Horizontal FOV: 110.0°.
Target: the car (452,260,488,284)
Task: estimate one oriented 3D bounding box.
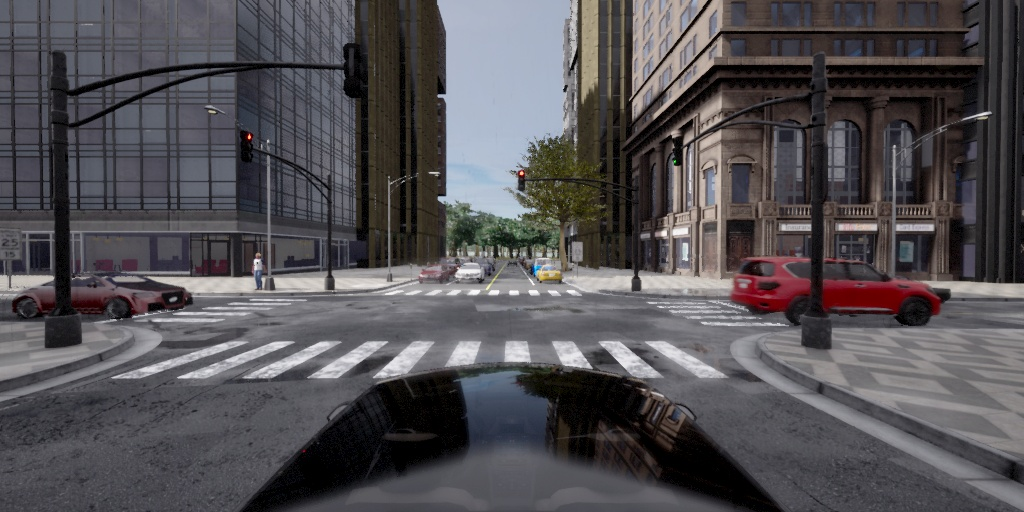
[{"bbox_3d":[-3.093,1.255,27.180,1.812,1.442,4.674,0,0,0],"label":"car"}]

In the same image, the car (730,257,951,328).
[{"bbox_3d":[10.144,1.071,11.577,5.566,2.045,2.150,0,1,0],"label":"car"}]

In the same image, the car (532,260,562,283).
[{"bbox_3d":[2.766,1.255,27.115,1.751,1.417,4.829,0,0,0],"label":"car"}]

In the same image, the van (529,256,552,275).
[{"bbox_3d":[2.767,1.061,32.625,1.690,1.789,3.998,0,0,0],"label":"van"}]

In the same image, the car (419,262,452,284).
[{"bbox_3d":[-5.759,1.312,26.937,1.802,1.307,4.207,0,0,0],"label":"car"}]

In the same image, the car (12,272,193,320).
[{"bbox_3d":[-13.110,1.230,11.686,4.181,1.385,1.994,0,1,-2],"label":"car"}]

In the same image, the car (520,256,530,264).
[{"bbox_3d":[2.771,1.204,61.022,2.007,1.370,4.403,0,0,0],"label":"car"}]

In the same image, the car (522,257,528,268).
[{"bbox_3d":[2.770,1.210,49.834,1.751,1.417,4.829,0,0,0],"label":"car"}]

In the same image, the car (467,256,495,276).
[{"bbox_3d":[-3.093,1.067,36.060,2.097,1.767,4.553,0,0,0],"label":"car"}]

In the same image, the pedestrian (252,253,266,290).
[{"bbox_3d":[-12.520,0.742,17.767,0.375,1.860,0.375,0,0,0],"label":"pedestrian"}]

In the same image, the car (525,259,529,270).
[{"bbox_3d":[2.768,1.276,38.305,1.948,1.339,4.313,0,0,0],"label":"car"}]

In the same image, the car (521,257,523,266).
[{"bbox_3d":[2.770,1.215,55.343,1.888,1.381,4.507,0,0,0],"label":"car"}]

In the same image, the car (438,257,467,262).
[{"bbox_3d":[-5.758,1.036,32.618,2.192,1.841,5.009,0,0,0],"label":"car"}]
